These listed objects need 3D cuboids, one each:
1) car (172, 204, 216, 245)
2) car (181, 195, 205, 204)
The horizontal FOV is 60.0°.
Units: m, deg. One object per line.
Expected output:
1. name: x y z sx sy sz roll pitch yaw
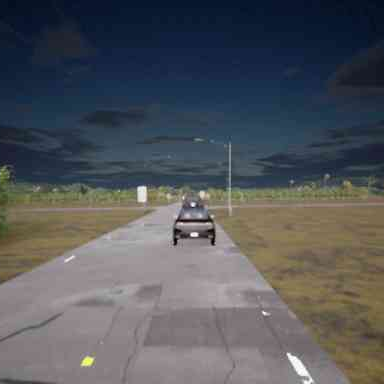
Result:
1. car: 0.095 1.514 15.716 2.128 1.511 4.902 0 0 0
2. car: 0.089 1.366 33.777 2.150 2.045 5.566 0 -1 0
